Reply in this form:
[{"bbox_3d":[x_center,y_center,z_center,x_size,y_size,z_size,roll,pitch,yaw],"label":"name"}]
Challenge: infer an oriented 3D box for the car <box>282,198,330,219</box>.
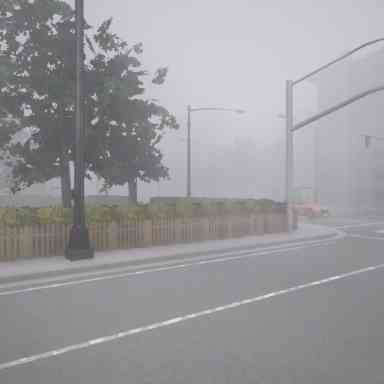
[{"bbox_3d":[9.849,1.351,29.547,2.097,1.767,4.553,0,0,-35],"label":"car"}]
